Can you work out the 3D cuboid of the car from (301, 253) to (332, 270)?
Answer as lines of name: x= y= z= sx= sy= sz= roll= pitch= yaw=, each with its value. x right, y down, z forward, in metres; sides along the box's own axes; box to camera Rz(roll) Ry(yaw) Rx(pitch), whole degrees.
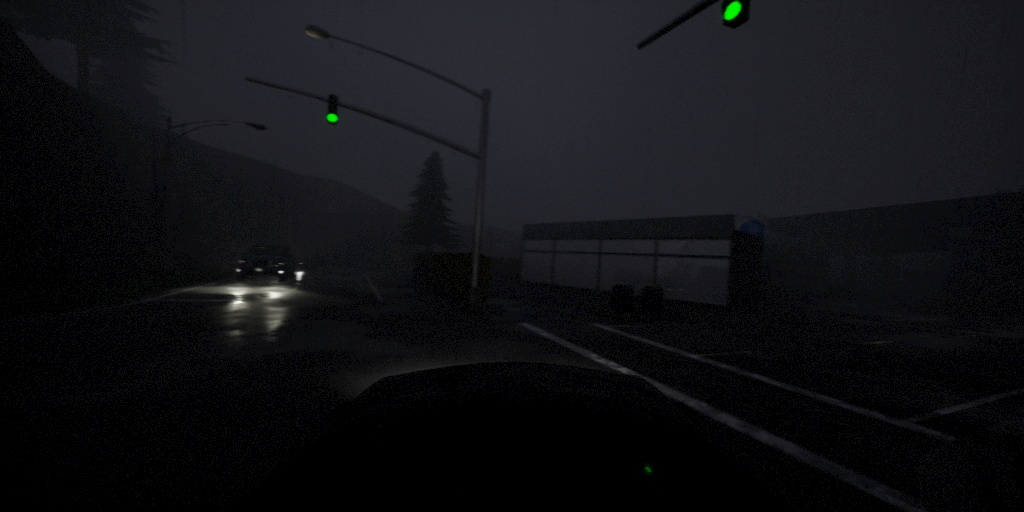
car: x=-18.098 y=0.489 z=32.024 sx=2.033 sy=1.411 sz=5.357 roll=4 pitch=0 yaw=-2

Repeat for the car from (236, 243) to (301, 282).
car: x=-13.893 y=0.306 z=20.613 sx=2.150 sy=2.045 sz=5.566 roll=4 pitch=-1 yaw=-25
